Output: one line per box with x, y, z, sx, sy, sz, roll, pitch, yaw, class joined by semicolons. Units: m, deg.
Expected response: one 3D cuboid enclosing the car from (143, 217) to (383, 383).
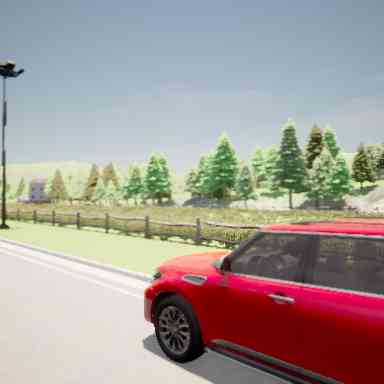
1.727;1.334;4.164;5.566;2.045;2.150;-1;-2;44;car
